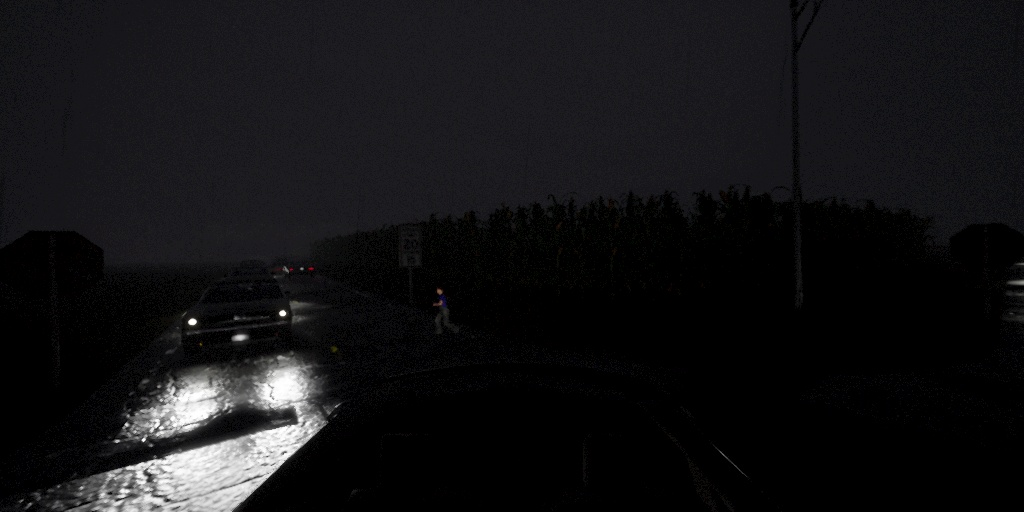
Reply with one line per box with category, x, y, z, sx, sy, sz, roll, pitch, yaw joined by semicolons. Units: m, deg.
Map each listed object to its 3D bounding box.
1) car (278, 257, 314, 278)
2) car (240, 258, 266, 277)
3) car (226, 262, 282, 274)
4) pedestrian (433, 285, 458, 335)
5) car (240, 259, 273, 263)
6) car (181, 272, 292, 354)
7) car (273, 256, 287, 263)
car;-16.934;0.997;28.419;2.033;1.411;5.357;-2;1;-36
car;-23.567;0.987;32.675;1.812;1.442;4.674;-2;1;-35
car;-11.947;1.183;16.401;1.994;1.385;4.181;-2;1;-35
pedestrian;-1.590;1.207;8.393;0.375;1.300;0.375;0;0;-36
car;-17.583;1.047;24.271;1.837;1.490;4.892;-2;1;-36
car;-6.647;1.295;8.949;1.895;1.301;4.718;-2;1;-34
car;-30.821;0.768;47.778;1.837;1.490;4.892;-2;0;-36
